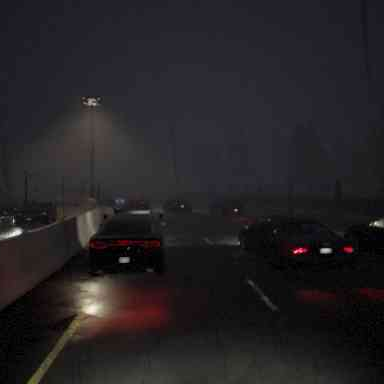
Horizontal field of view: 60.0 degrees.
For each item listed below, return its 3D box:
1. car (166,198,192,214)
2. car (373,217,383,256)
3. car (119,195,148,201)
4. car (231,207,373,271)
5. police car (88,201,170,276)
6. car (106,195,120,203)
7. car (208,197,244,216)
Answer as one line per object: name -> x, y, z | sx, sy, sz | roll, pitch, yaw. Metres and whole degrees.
car -> -1.399, 1.206, 30.677 | 1.994, 1.385, 4.181 | 0, 1, -17
car -> 6.409, 1.363, 9.704 | 2.128, 1.511, 4.902 | 0, 1, -5
car -> -5.250, 1.132, 31.507 | 2.128, 1.511, 4.902 | 0, 1, -19
car -> 2.910, 1.418, 10.411 | 2.033, 1.411, 5.357 | 0, 1, -6
police car -> -1.809, 1.309, 10.134 | 1.930, 1.638, 5.238 | 0, 1, -6
car -> -9.531, 1.070, 42.295 | 2.033, 1.411, 5.357 | 0, 1, -26
car -> 2.845, 1.161, 28.732 | 1.837, 1.490, 4.892 | 0, 1, -15
